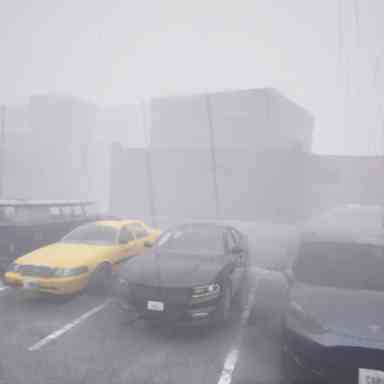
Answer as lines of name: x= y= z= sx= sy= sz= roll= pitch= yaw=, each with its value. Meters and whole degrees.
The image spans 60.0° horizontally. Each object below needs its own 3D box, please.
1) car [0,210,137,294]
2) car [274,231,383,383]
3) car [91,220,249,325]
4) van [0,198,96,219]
car: x=-2.316 y=1.433 z=8.880 sx=1.946 sy=1.575 sz=5.366 roll=1 pitch=0 yaw=15
car: x=2.509 y=1.495 z=5.627 sx=2.163 sy=1.488 sz=4.792 roll=1 pitch=0 yaw=16
car: x=0.131 y=1.452 z=7.365 sx=2.097 sy=1.535 sz=5.008 roll=1 pitch=0 yaw=15
van: x=-4.629 y=1.200 z=10.874 sx=1.878 sy=1.987 sz=4.442 roll=0 pitch=-1 yaw=15
